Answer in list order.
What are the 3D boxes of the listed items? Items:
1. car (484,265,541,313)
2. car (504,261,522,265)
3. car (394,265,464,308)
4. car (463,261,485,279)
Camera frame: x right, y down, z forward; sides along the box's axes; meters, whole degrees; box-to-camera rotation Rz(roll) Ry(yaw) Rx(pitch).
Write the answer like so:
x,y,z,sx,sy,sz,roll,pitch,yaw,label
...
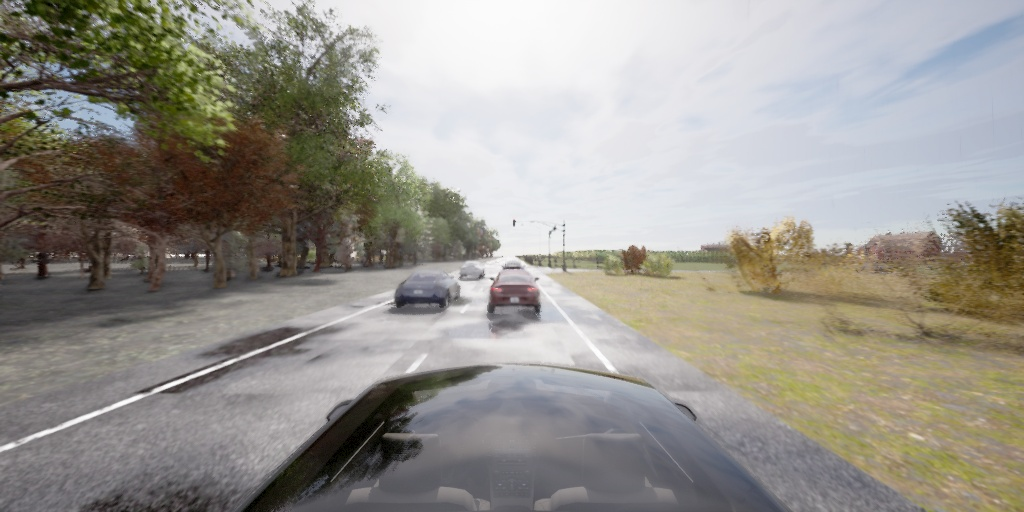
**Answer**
x,y,z,sx,sy,sz,roll,pitch,yaw,label
0.101,1.235,13.757,1.812,1.442,4.674,0,0,0,car
0.102,1.156,30.043,1.837,1.490,4.892,0,0,0,car
-3.402,1.268,15.019,1.994,1.385,4.181,0,0,0,car
-3.397,1.173,31.165,1.812,1.442,4.674,0,0,0,car
